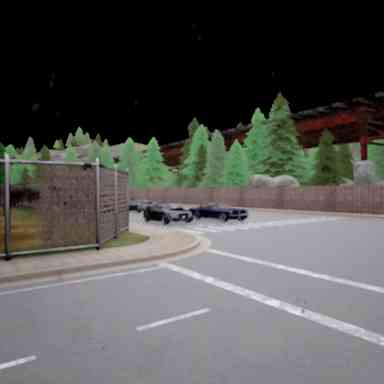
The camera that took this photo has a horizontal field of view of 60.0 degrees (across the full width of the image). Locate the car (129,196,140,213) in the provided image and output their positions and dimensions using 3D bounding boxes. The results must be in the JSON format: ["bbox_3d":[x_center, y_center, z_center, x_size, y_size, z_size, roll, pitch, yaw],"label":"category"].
[{"bbox_3d":[-5.126,1.384,33.743,1.994,1.385,4.181,-1,0,-36],"label":"car"}]

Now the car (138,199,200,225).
[{"bbox_3d":[-1.706,1.425,23.015,1.994,1.385,4.181,-1,1,-36],"label":"car"}]

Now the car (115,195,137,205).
[{"bbox_3d":[-10.748,1.263,53.769,1.812,1.442,4.674,-1,0,-35],"label":"car"}]

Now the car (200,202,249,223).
[{"bbox_3d":[1.885,1.421,24.017,1.895,1.301,4.718,-1,0,-36],"label":"car"}]
